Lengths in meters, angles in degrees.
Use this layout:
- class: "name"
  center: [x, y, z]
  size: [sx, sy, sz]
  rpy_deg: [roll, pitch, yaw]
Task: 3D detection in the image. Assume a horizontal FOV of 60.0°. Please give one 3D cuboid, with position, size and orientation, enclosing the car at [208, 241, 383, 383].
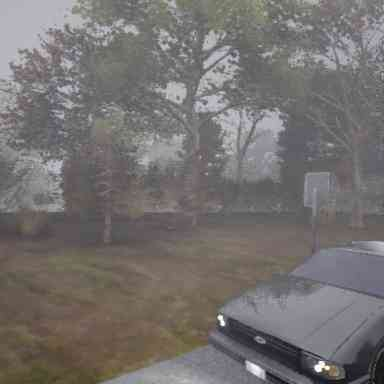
- class: "car"
  center: [2.816, 1.536, 5.196]
  size: [5.357, 1.411, 2.033]
  rpy_deg: [0, 0, -37]
